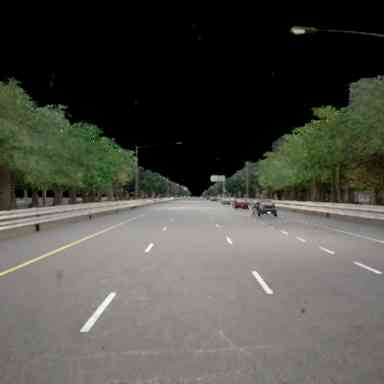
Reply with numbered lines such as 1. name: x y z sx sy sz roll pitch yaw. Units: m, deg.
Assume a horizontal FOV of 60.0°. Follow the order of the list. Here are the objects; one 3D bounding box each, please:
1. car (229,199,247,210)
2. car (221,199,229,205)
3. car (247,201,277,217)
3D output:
1. car: 7.128 1.847 49.463 1.882 1.535 5.008 0 -1 0
2. car: 7.277 2.228 72.453 1.895 1.301 4.718 0 -1 0
3. car: 7.054 1.671 32.773 1.837 1.490 4.892 0 -1 0
